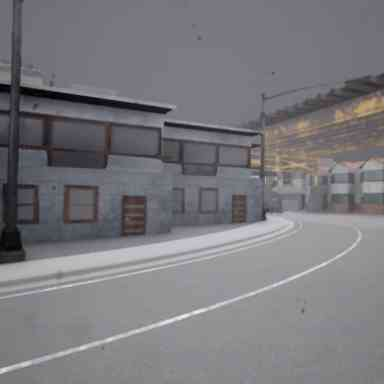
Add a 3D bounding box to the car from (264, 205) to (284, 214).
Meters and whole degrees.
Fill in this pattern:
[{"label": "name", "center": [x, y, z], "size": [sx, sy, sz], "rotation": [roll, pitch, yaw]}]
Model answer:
[{"label": "car", "center": [12.632, 2.790, 52.557], "size": [1.994, 1.385, 4.181], "rotation": [1, -2, -20]}]
